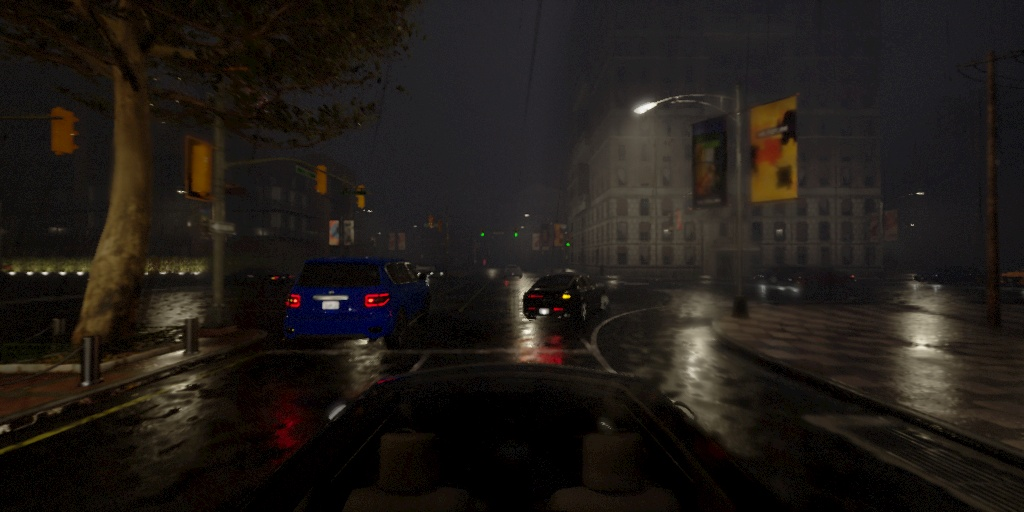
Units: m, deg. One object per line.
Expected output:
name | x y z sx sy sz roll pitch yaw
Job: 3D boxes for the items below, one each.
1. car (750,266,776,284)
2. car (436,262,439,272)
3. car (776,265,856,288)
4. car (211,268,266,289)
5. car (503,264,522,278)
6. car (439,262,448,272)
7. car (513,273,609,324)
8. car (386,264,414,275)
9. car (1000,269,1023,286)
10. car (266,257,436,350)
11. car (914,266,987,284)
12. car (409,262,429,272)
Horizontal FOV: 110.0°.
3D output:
car | 22.270 1.522 29.389 4.892 1.490 1.837 -1 -1 0
car | -11.531 1.727 48.139 1.812 1.442 4.674 0 -1 0
car | 22.077 1.549 25.887 4.181 1.385 1.994 0 -1 0
car | -18.138 1.525 25.153 5.357 1.411 2.033 0 -1 12
car | 0.086 1.637 38.867 1.812 1.442 4.674 0 -1 0
car | -11.531 1.769 57.427 1.882 1.535 5.008 0 0 1
car | 2.009 1.363 12.617 1.837 1.490 4.892 -2 -1 26
car | -15.021 1.752 48.521 2.033 1.411 5.357 0 -1 0
car | 38.467 1.463 25.878 5.008 1.535 1.882 0 -1 0
car | -3.606 1.047 9.459 2.150 2.045 5.566 0 0 -4
car | 35.952 1.545 29.390 4.674 1.442 1.812 0 -1 0
car | -15.023 1.801 58.153 1.837 1.490 4.892 0 0 0
